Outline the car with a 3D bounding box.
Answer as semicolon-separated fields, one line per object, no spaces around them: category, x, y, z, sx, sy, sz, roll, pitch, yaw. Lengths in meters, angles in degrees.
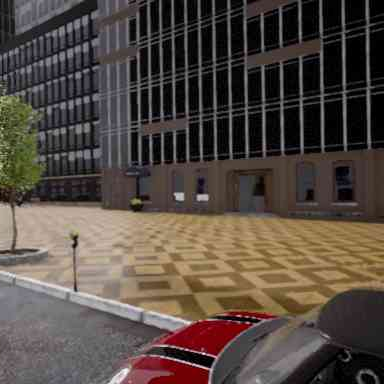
car;1.194;1.412;2.085;4.097;1.590;1.967;0;0;34
